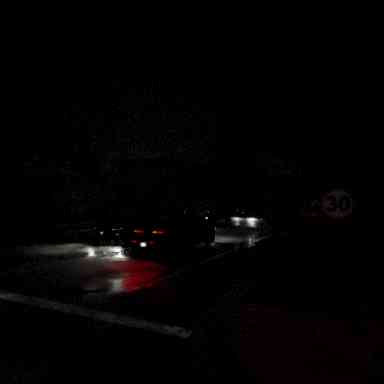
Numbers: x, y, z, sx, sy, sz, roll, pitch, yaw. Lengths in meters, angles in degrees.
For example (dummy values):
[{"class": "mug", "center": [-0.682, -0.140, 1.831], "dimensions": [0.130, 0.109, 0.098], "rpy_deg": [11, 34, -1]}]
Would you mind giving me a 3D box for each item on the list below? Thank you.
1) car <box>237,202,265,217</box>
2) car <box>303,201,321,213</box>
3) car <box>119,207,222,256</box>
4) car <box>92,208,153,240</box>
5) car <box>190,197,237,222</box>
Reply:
[{"class": "car", "center": [6.239, 1.808, 35.068], "dimensions": [1.837, 1.490, 4.892], "rpy_deg": [0, -1, 29]}, {"class": "car", "center": [16.266, 1.966, 44.862], "dimensions": [1.812, 1.442, 4.674], "rpy_deg": [0, 0, 32]}, {"class": "car", "center": [-0.638, 1.585, 13.713], "dimensions": [1.837, 1.490, 4.892], "rpy_deg": [0, -1, 26]}, {"class": "car", "center": [-2.996, 1.602, 17.013], "dimensions": [1.837, 1.490, 4.892], "rpy_deg": [0, -1, 25]}, {"class": "car", "center": [1.381, 1.420, 25.997], "dimensions": [2.150, 2.045, 5.566], "rpy_deg": [0, -1, 27]}]
